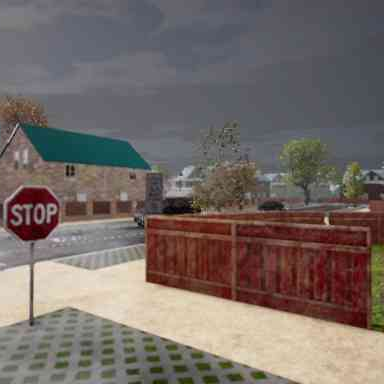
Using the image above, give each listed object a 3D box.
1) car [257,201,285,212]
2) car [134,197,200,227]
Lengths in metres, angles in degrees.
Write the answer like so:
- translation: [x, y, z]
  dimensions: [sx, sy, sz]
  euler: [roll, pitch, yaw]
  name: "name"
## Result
- translation: [9.273, 1.763, 38.928]
  dimensions: [1.882, 1.535, 5.008]
  euler: [1, 0, 35]
  name: "car"
- translation: [-1.572, 1.354, 23.257]
  dimensions: [2.150, 2.045, 5.566]
  euler: [1, 0, 35]
  name: "car"
